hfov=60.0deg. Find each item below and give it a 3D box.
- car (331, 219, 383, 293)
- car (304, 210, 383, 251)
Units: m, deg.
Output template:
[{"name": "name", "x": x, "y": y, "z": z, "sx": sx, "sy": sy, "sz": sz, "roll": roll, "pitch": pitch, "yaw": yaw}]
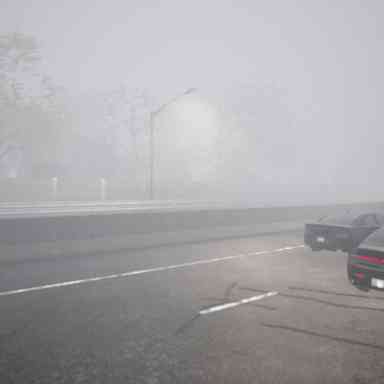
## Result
[{"name": "car", "x": 5.514, "y": 1.468, "z": 7.686, "sx": 4.892, "sy": 1.490, "sz": 1.837, "roll": 0, "pitch": 0, "yaw": -36}, {"name": "car", "x": 6.320, "y": 1.427, "z": 12.559, "sx": 5.008, "sy": 1.535, "sz": 1.882, "roll": 0, "pitch": 0, "yaw": -36}]
